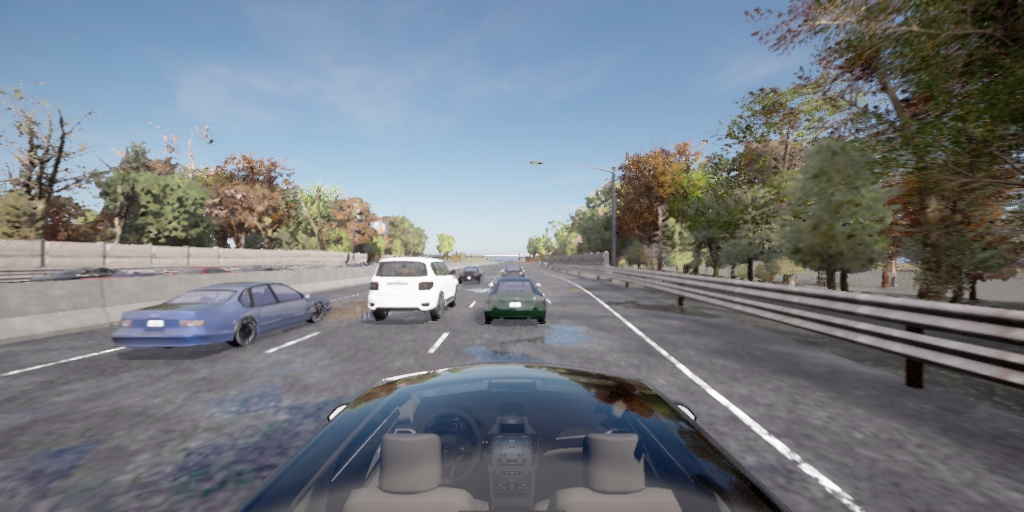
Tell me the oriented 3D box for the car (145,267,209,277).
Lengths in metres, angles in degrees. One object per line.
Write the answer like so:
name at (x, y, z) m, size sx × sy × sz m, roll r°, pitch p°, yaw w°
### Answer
car at (-21.097, 1.470, 24.177) m, size 1.882 × 1.535 × 5.008 m, roll 0°, pitch -1°, yaw 0°

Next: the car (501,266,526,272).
car at (0.101, 1.545, 29.783) m, size 2.128 × 1.511 × 4.902 m, roll 0°, pitch -1°, yaw 0°

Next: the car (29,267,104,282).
car at (-27.800, 1.488, 23.248) m, size 1.837 × 1.490 × 4.892 m, roll 0°, pitch -1°, yaw -2°

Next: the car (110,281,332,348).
car at (-6.901, 1.379, 9.454) m, size 2.033 × 1.411 × 5.357 m, roll 0°, pitch -1°, yaw 0°

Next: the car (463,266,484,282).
car at (-3.413, 1.591, 30.838) m, size 1.812 × 1.442 × 4.674 m, roll 0°, pitch -1°, yaw 0°

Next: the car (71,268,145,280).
car at (-24.599, 1.584, 23.243) m, size 1.895 × 1.301 × 4.718 m, roll 0°, pitch -1°, yaw 0°

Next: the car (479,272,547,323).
car at (0.098, 1.429, 12.601) m, size 1.994 × 1.385 × 4.181 m, roll 0°, pitch -1°, yaw 0°

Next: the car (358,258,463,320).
car at (-3.401, 1.094, 13.364) m, size 2.150 × 2.045 × 5.566 m, roll 0°, pitch -1°, yaw 0°

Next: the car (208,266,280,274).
car at (-17.597, 1.501, 24.493) m, size 1.837 × 1.490 × 4.892 m, roll 0°, pitch -1°, yaw 0°
